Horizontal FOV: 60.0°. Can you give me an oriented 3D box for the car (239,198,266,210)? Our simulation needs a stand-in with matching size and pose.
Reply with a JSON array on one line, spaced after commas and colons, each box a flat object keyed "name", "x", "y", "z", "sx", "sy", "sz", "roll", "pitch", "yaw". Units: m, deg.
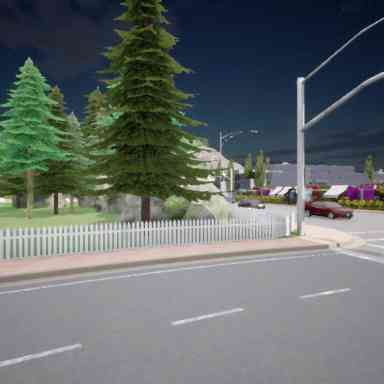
[{"name": "car", "x": 7.680, "y": 1.546, "z": 42.632, "sx": 2.128, "sy": 1.511, "sz": 4.902, "roll": 0, "pitch": 0, "yaw": -17}]

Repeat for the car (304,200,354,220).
[{"name": "car", "x": 11.763, "y": 1.533, "z": 28.963, "sx": 1.882, "sy": 1.535, "sz": 5.008, "roll": 0, "pitch": 1, "yaw": -17}]
